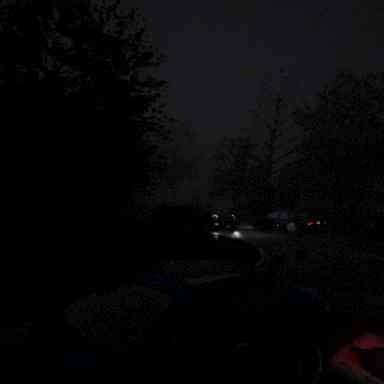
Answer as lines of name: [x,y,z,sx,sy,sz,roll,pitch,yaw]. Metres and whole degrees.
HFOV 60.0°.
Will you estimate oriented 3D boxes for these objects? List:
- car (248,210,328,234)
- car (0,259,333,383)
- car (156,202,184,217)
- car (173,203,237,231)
car: [6.047,1.865,21.538,2.033,1.411,5.357,2,-1,-32]
car: [-0.272,1.545,3.528,4.674,1.442,1.812,1,0,-39]
car: [-2.514,1.891,36.239,2.033,1.411,5.357,1,-1,-15]
car: [0.985,1.573,22.690,2.097,1.767,4.553,2,-1,-36]
